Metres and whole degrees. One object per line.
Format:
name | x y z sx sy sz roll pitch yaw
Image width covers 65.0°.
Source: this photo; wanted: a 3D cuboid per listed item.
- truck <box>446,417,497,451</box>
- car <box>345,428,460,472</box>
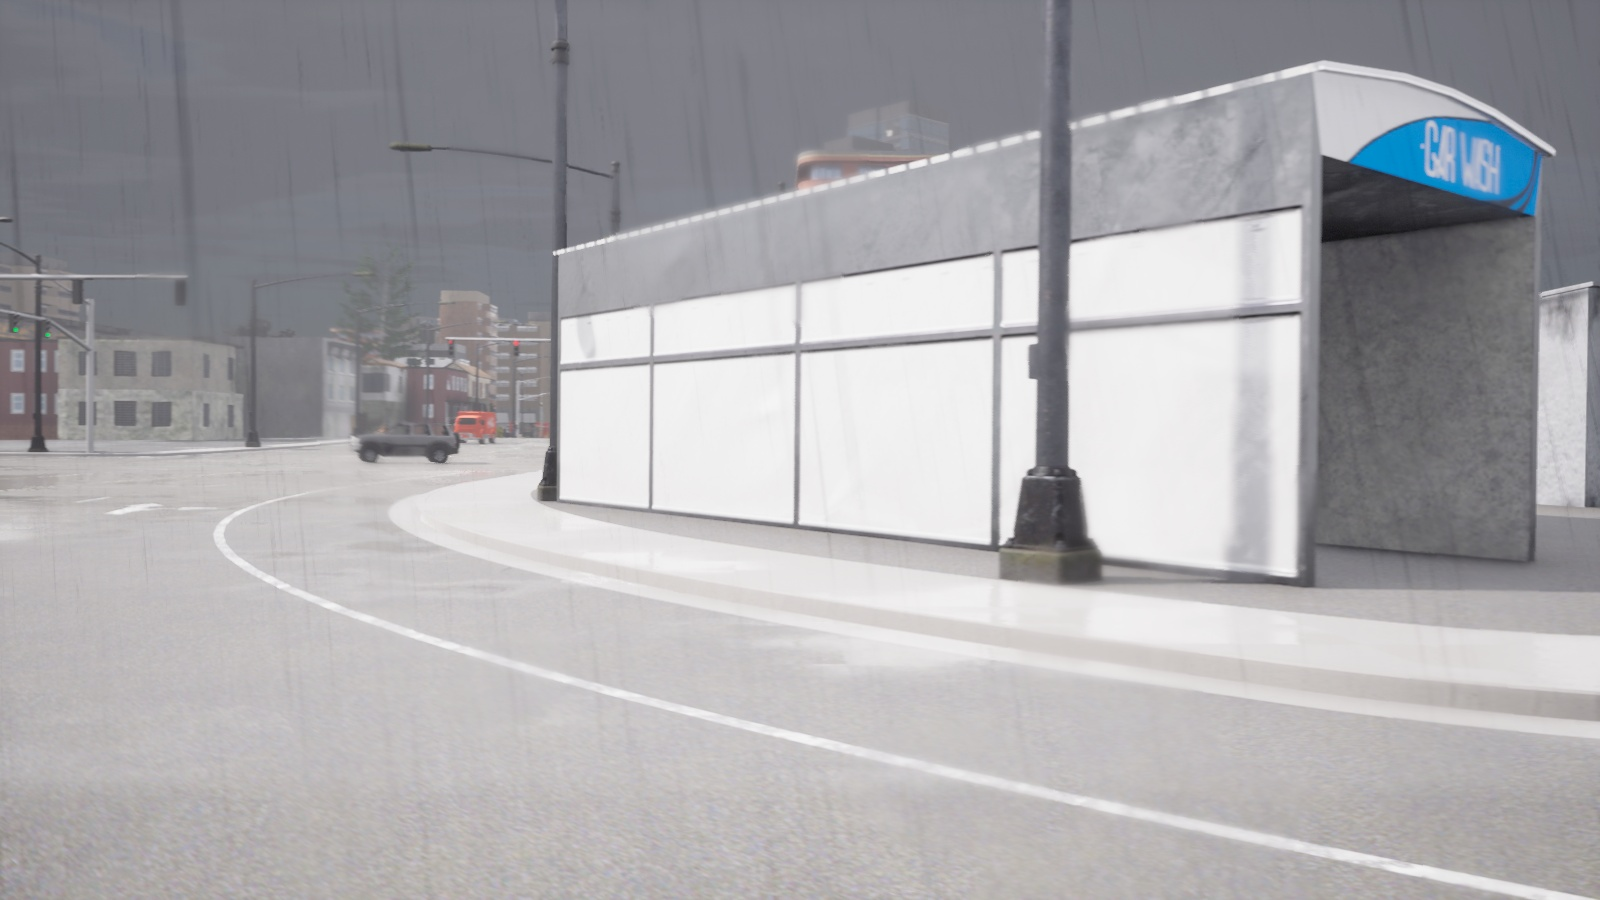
truck | -25.030 -1.247 95.969 2.627 2.467 5.204 -1 2 -2
car | -17.341 -0.025 54.788 4.605 1.855 1.932 -1 1 -22
